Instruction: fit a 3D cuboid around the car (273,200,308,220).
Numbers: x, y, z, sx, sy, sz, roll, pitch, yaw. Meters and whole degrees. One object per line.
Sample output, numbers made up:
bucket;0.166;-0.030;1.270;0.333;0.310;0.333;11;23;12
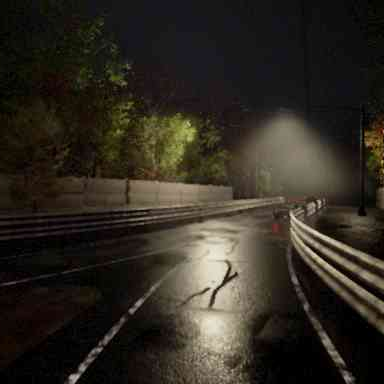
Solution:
car;7.924;1.560;26.943;1.895;1.301;4.718;0;0;25

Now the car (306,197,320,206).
car;17.053;1.456;47.221;1.837;1.490;4.892;0;-1;24

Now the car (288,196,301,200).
car;17.266;1.440;55.997;1.882;1.535;5.008;0;0;25
